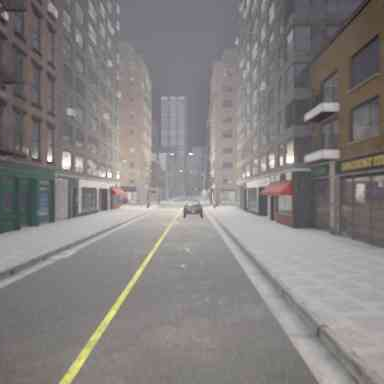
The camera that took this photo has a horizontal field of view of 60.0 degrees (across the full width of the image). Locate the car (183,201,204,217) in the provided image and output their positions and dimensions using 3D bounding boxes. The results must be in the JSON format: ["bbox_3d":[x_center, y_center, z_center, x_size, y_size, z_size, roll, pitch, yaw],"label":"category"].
[{"bbox_3d":[0.105,1.601,32.448,2.128,1.511,4.902,0,0,0],"label":"car"}]

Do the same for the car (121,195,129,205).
[{"bbox_3d":[-14.882,1.568,65.298,5.009,1.841,2.192,0,0,0],"label":"car"}]
